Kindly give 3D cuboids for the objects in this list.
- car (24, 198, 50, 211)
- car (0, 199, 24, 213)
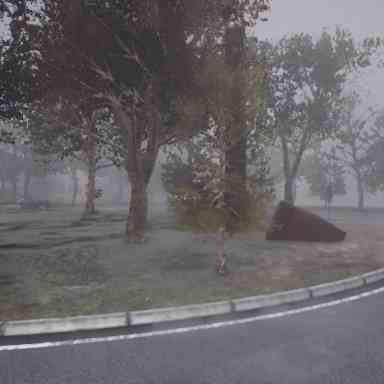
[{"bbox_3d":[-19.620,1.476,39.618,5.008,1.535,1.882,-1,1,-38],"label":"car"},{"bbox_3d":[-20.493,1.603,34.398,1.895,1.301,4.718,0,0,41],"label":"car"}]
